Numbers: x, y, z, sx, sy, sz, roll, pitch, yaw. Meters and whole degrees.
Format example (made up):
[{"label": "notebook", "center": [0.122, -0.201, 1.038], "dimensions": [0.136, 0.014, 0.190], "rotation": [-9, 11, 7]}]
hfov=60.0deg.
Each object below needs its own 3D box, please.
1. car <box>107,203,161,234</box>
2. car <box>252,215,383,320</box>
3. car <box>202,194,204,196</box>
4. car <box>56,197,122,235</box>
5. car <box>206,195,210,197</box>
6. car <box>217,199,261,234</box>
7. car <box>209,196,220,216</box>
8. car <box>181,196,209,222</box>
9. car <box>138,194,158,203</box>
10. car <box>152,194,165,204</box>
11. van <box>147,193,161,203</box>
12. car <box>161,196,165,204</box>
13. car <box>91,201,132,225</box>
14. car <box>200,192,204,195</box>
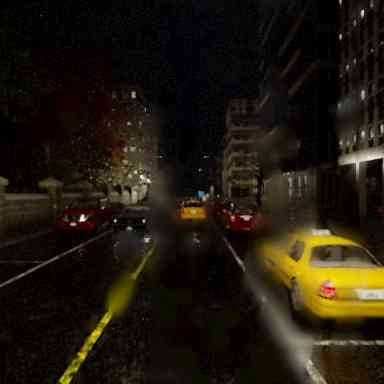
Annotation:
[{"label": "car", "center": [-3.097, 1.500, 18.677], "dimensions": [1.895, 1.301, 4.718], "rotation": [0, 0, 0]}, {"label": "car", "center": [2.700, 1.487, 7.300], "dimensions": [1.752, 1.417, 4.829], "rotation": [1, 0, 0]}, {"label": "car", "center": [2.708, 1.272, 46.452], "dimensions": [1.887, 1.381, 4.507], "rotation": [1, 0, 0]}, {"label": "car", "center": [-5.676, 1.216, 18.407], "dimensions": [2.192, 1.841, 5.009], "rotation": [1, 0, 0]}, {"label": "car", "center": [2.706, 1.308, 40.836], "dimensions": [1.887, 1.381, 4.507], "rotation": [1, 0, 0]}, {"label": "car", "center": [2.703, 1.341, 18.365], "dimensions": [1.967, 1.590, 4.097], "rotation": [1, 0, 0]}, {"label": "car", "center": [2.704, 1.379, 29.600], "dimensions": [1.887, 1.381, 4.507], "rotation": [1, 0, 0]}, {"label": "car", "center": [0.105, 1.318, 24.999], "dimensions": [1.801, 1.575, 5.366], "rotation": [0, 0, 0]}, {"label": "car", "center": [-5.674, 1.289, 40.693], "dimensions": [1.752, 1.417, 4.829], "rotation": [1, 0, 0]}, {"label": "car", "center": [-5.670, 1.179, 57.534], "dimensions": [1.752, 1.417, 4.829], "rotation": [1, 0, 0]}, {"label": "van", "center": [-5.670, 1.068, 46.476], "dimensions": [1.690, 1.788, 3.998], "rotation": [1, 0, 0]}, {"label": "car", "center": [-5.670, 1.130, 52.089], "dimensions": [1.967, 1.590, 4.097], "rotation": [1, 0, 0]}, {"label": "car", "center": [-5.678, 1.413, 24.022], "dimensions": [1.887, 1.381, 4.507], "rotation": [1, 0, 0]}, {"label": "car", "center": [2.710, 1.177, 57.856], "dimensions": [1.752, 1.417, 4.829], "rotation": [1, 0, 0]}]
